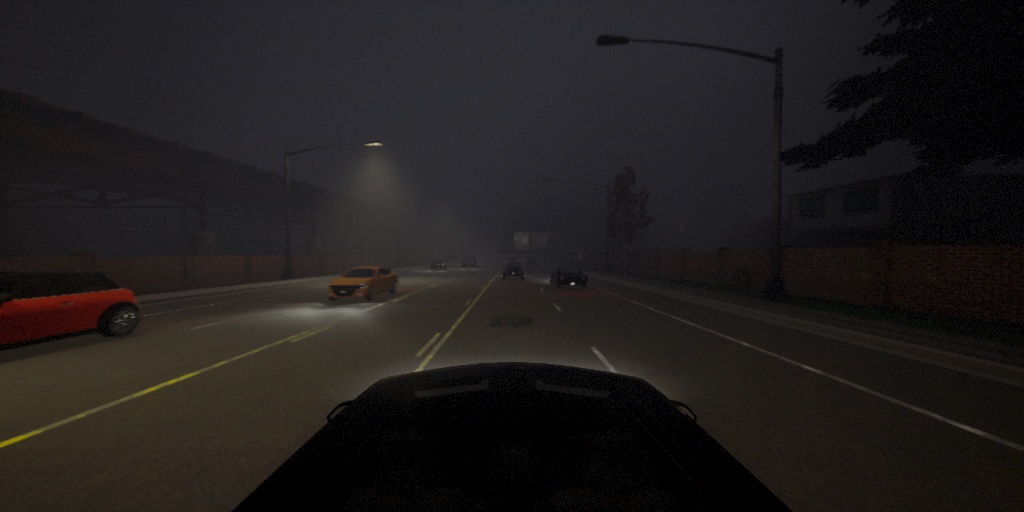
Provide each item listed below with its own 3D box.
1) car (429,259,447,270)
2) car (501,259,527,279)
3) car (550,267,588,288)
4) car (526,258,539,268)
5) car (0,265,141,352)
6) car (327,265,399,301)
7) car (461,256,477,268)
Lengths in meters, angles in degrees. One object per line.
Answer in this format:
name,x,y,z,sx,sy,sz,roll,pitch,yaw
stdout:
car,-10.505,1.261,51.142,1.837,1.490,4.892,0,0,1
car,0.118,1.275,32.158,1.812,1.442,4.674,0,0,0
car,3.614,1.349,23.498,1.895,1.301,4.718,0,0,0
car,3.636,1.099,63.234,2.097,1.767,4.553,0,0,0
car,-10.591,1.105,7.217,2.097,1.767,4.553,0,0,0
car,-7.082,1.229,17.537,1.882,1.535,5.008,0,0,0
car,-6.998,1.000,59.002,2.150,2.045,5.566,0,0,1
